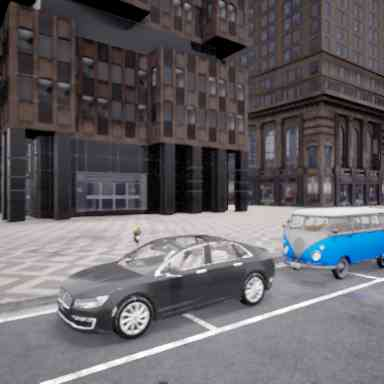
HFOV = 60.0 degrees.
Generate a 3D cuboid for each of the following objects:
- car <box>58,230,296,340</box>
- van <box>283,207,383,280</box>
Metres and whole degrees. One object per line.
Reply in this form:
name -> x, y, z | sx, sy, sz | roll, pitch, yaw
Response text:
car -> -0.251, 1.559, 6.469 | 4.403, 1.369, 2.008 | 0, 0, -35
van -> 4.372, 1.362, 9.765 | 3.998, 1.788, 1.690 | 0, 0, -35
